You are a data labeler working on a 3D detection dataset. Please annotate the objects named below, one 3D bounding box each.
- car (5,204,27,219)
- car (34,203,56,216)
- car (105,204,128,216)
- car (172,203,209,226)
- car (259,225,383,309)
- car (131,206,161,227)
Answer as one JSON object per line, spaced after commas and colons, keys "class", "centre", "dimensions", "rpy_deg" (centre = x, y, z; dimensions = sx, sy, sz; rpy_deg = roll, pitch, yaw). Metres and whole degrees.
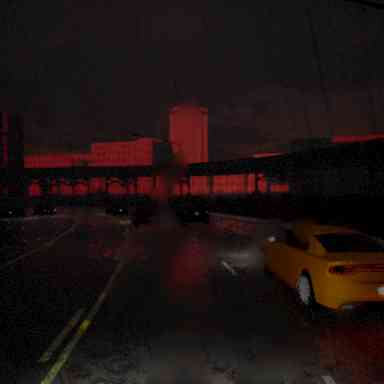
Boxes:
{"class": "car", "centre": [-19.903, 2.162, 37.431], "dimensions": [1.837, 1.490, 4.892], "rpy_deg": [0, -1, -33]}
{"class": "car", "centre": [-18.255, 2.185, 41.245], "dimensions": [1.837, 1.490, 4.892], "rpy_deg": [0, -1, -36]}
{"class": "car", "centre": [-9.048, 2.106, 39.795], "dimensions": [1.994, 1.385, 4.181], "rpy_deg": [0, -1, -27]}
{"class": "car", "centre": [-0.190, 1.665, 26.554], "dimensions": [2.097, 1.767, 4.553], "rpy_deg": [0, -1, -15]}
{"class": "car", "centre": [3.060, 1.546, 8.080], "dimensions": [1.882, 1.535, 5.008], "rpy_deg": [0, -1, -4]}
{"class": "car", "centre": [-3.642, 1.808, 25.929], "dimensions": [1.882, 1.535, 5.008], "rpy_deg": [0, -1, -15]}
